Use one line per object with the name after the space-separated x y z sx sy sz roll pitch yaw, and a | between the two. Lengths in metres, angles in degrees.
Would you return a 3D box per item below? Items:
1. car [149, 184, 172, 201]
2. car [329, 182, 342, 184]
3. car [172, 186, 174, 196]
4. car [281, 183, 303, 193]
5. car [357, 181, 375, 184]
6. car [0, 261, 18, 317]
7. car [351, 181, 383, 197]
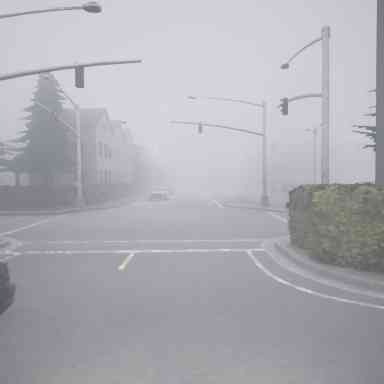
-3.717 0.140 37.804 1.882 1.535 5.008 -1 2 0 | car
25.304 -1.048 59.525 2.152 1.636 5.027 -1 2 0 | car
-3.738 -0.384 49.274 2.097 1.767 4.553 -1 2 0 | car
15.266 -0.542 52.112 2.007 1.523 4.514 -1 2 0 | car
19.015 -0.182 34.254 1.905 1.878 3.866 -1 2 0 | car
-3.600 1.442 2.771 2.033 1.411 5.357 1 2 0 | car
22.259 -0.469 42.135 1.932 1.855 4.605 -1 2 0 | car
